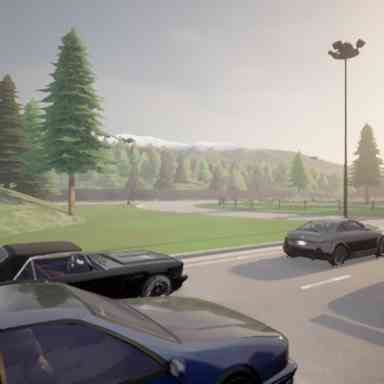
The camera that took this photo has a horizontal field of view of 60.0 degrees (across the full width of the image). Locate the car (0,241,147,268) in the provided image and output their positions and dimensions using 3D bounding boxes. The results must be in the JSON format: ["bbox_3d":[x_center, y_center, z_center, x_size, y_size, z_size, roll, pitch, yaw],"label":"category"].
[{"bbox_3d":[-2.423,1.608,6.317,4.718,1.301,1.895,0,0,-35],"label":"car"}]

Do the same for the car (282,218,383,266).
[{"bbox_3d":[5.170,1.613,11.809,4.181,1.385,1.994,0,0,-35],"label":"car"}]

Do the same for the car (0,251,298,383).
[{"bbox_3d":[-1.490,1.549,2.685,5.357,1.411,2.033,0,0,-36],"label":"car"}]
